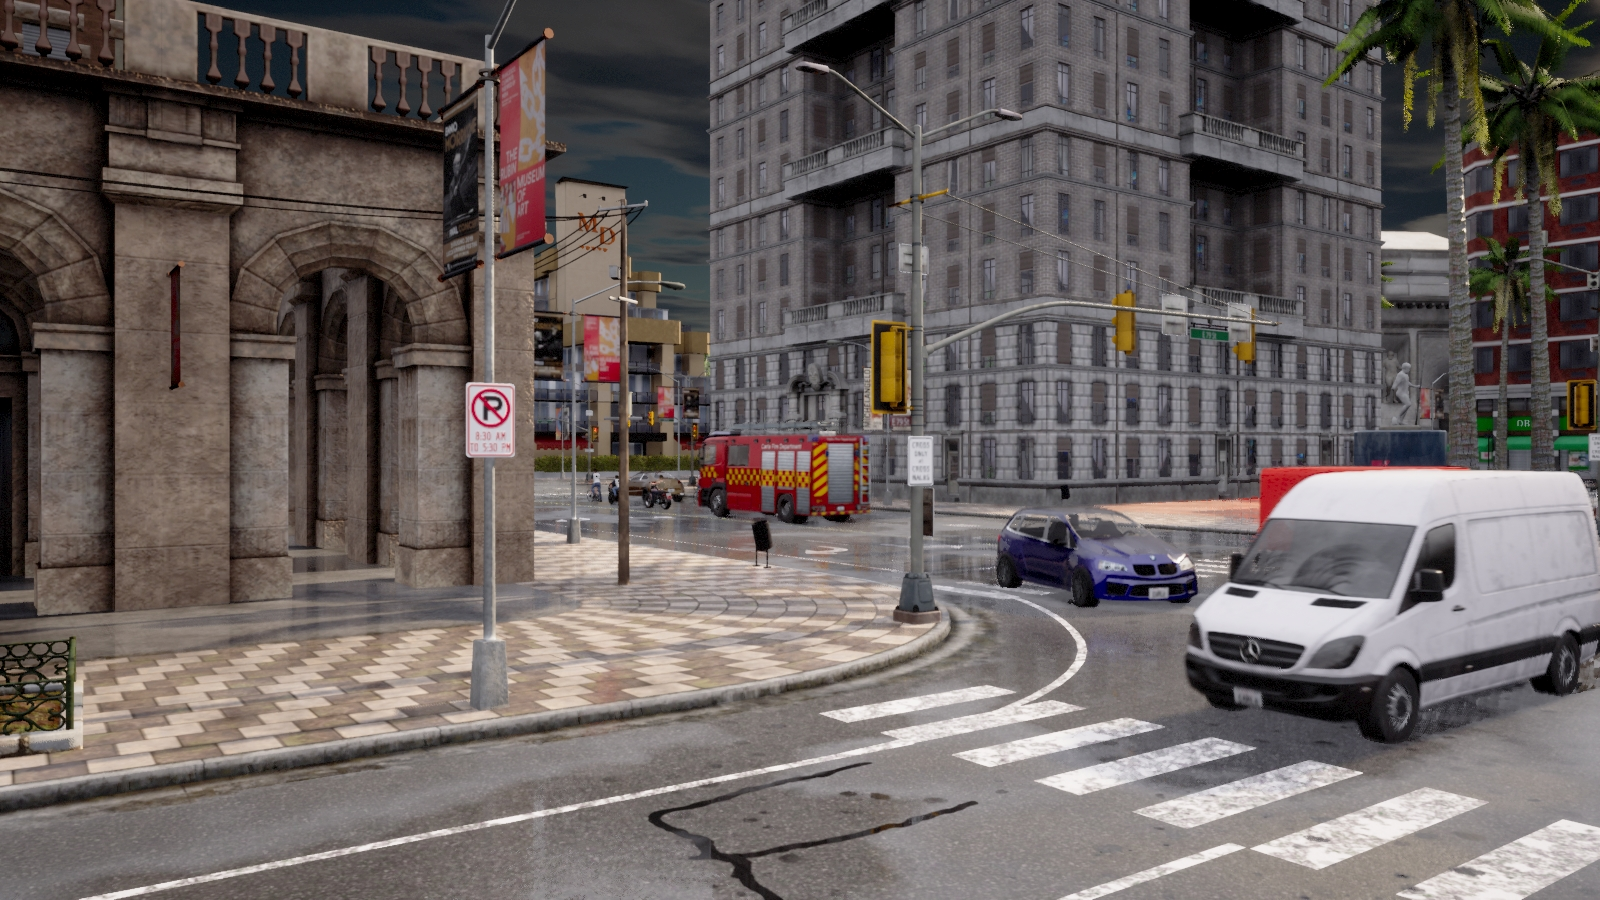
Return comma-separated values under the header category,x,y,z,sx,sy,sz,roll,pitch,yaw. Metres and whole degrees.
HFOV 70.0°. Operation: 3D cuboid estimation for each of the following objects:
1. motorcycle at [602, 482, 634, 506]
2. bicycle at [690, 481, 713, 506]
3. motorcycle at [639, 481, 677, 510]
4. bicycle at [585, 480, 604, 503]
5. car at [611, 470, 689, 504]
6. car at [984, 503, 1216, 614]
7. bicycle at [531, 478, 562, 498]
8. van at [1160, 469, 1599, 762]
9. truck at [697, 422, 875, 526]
category,x,y,z,sx,sy,sz,roll,pitch,yaw
motorcycle,-9.213,2.204,57.798,0.803,1.145,2.033,0,0,-36
bicycle,-4.999,2.195,57.900,0.373,1.196,1.643,0,0,-36
motorcycle,-6.767,2.160,54.369,0.764,1.277,2.356,0,0,-35
bicycle,-11.030,2.196,61.250,0.373,1.196,1.643,0,0,-35
car,-8.211,1.981,62.259,2.152,1.651,5.027,0,0,-35
car,5.562,1.961,21.941,2.242,1.667,4.611,0,0,-17
bicycle,-14.785,2.201,66.713,1.835,1.171,0.329,0,-1,15
van,6.746,1.530,12.787,5.915,2.561,1.988,0,0,-35
truck,-0.766,0.881,46.307,2.891,3.827,8.468,0,0,-35
